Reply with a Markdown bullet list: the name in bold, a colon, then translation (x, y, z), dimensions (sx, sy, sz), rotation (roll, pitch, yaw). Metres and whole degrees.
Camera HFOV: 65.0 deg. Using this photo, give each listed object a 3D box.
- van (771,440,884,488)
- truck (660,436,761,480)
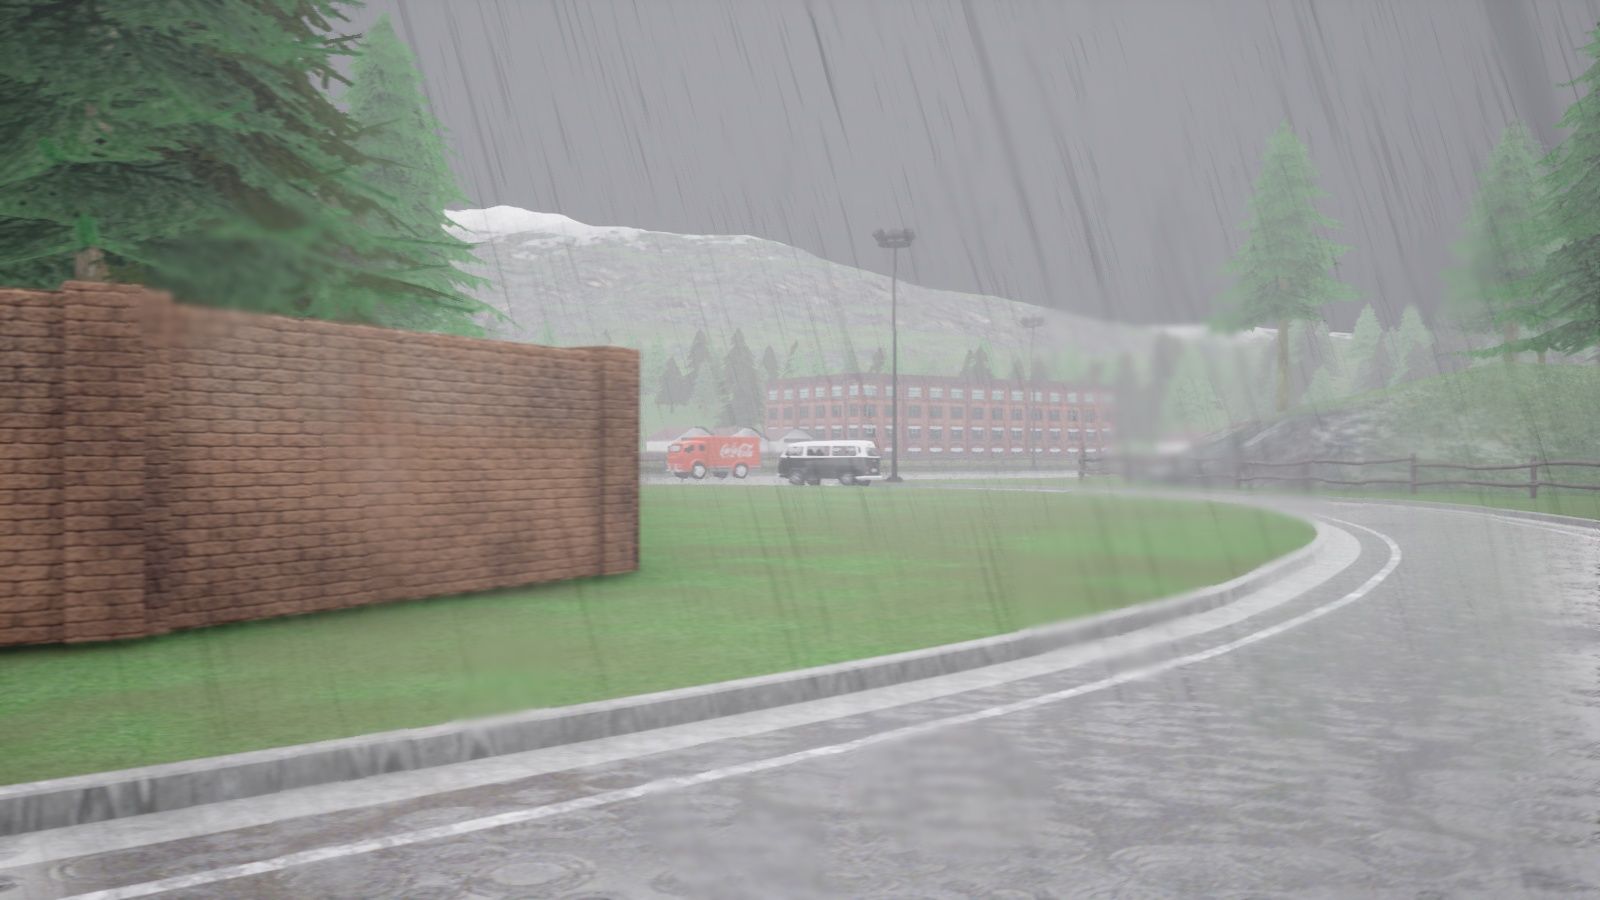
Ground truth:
- **van**: translation (1.189, 0.599, 54.605), dimensions (4.480, 2.038, 2.069), rotation (0, -1, 28)
- **truck**: translation (-5.119, 0.446, 72.132), dimensions (5.204, 2.467, 2.627), rotation (0, 0, -35)
